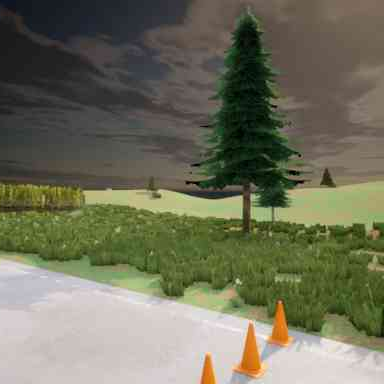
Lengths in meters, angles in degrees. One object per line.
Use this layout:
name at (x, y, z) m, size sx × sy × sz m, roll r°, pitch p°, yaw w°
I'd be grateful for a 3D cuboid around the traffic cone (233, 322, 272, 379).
traffic cone at (0.751, 1.955, 4.226) m, size 0.340 × 0.580 × 0.340 m, roll 0°, pitch 0°, yaw 36°

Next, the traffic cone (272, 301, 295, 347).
traffic cone at (1.336, 1.955, 5.038) m, size 0.340 × 0.580 × 0.340 m, roll 0°, pitch 0°, yaw 36°

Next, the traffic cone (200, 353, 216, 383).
traffic cone at (0.167, 1.955, 3.415) m, size 0.340 × 0.580 × 0.340 m, roll 0°, pitch 0°, yaw 36°
